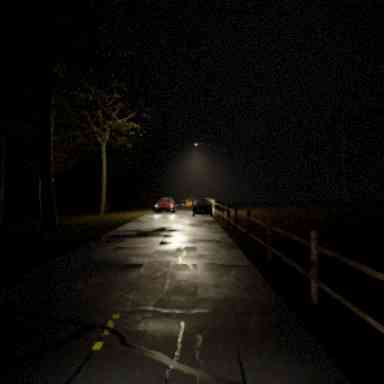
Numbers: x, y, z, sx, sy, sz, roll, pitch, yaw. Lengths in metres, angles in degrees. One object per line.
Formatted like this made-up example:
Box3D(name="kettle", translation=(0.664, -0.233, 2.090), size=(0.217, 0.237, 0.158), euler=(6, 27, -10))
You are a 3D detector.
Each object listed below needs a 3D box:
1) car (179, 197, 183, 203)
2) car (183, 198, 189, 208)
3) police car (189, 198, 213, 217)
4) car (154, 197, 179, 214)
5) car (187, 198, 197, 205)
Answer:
Box3D(name="car", translation=(-2.620, 1.991, 77.442), size=(1.837, 1.490, 4.892), euler=(0, -1, 2))
Box3D(name="car", translation=(-0.002, 1.599, 49.827), size=(1.882, 1.535, 5.008), euler=(0, 0, 0))
Box3D(name="police car", translation=(0.960, 1.473, 31.880), size=(1.930, 1.638, 5.238), euler=(0, 0, 0))
Box3D(name="car", translation=(-2.847, 1.413, 36.042), size=(2.097, 1.767, 4.553), euler=(0, 0, 0))
Box3D(name="car", translation=(-0.006, 1.894, 67.456), size=(2.033, 1.411, 5.357), euler=(0, -1, 0))
